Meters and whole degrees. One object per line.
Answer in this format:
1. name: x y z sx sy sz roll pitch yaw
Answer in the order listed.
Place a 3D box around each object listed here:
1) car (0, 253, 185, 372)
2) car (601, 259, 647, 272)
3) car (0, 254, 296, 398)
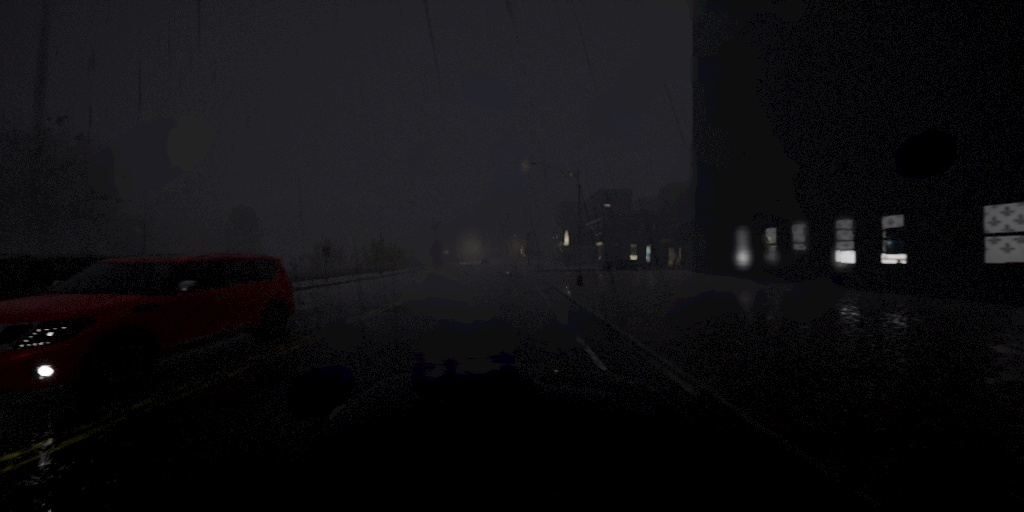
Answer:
1. car: -9.852 0.977 6.821 2.150 2.045 5.566 0 0 0
2. car: 12.234 1.023 39.330 4.892 1.490 1.837 -1 0 -1
3. car: -6.602 0.977 6.894 2.150 2.045 5.566 0 0 0
